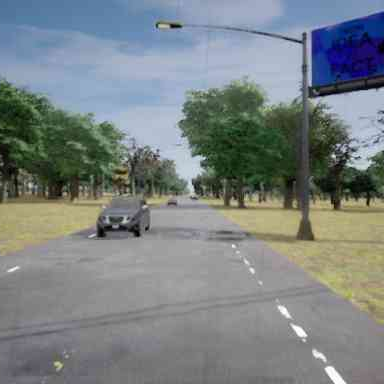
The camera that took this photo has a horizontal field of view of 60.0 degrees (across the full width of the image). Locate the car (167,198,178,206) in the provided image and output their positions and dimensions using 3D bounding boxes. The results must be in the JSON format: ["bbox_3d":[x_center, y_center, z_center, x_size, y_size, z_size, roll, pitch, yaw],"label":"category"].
[{"bbox_3d":[-3.539,1.845,60.542,2.033,1.411,5.357,0,0,1],"label":"car"}]

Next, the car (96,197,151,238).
[{"bbox_3d":[-3.604,1.284,18.452,2.150,2.045,5.566,0,0,0],"label":"car"}]
